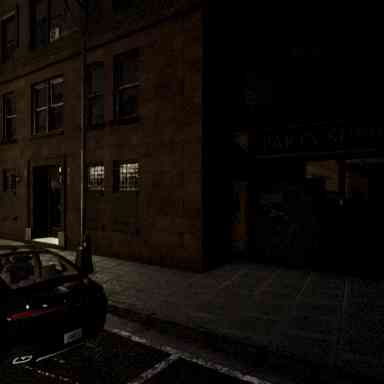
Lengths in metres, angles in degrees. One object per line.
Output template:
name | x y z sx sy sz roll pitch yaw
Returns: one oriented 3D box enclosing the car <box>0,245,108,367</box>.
car | -3.248 1.551 5.410 4.403 1.369 2.008 0 0 36
